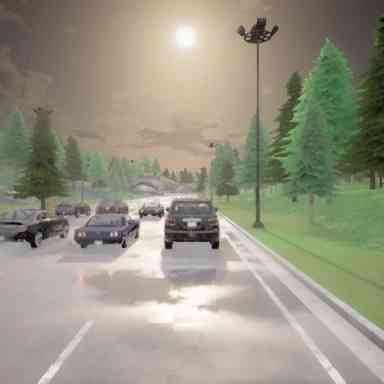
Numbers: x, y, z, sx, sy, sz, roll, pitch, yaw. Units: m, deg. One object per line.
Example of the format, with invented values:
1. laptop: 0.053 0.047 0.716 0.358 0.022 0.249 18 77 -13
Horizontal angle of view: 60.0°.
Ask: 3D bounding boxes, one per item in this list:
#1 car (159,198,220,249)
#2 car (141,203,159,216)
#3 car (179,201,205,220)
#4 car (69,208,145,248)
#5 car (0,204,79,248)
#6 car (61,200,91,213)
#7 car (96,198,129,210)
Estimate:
1. car: 0.000 1.257 14.680 2.150 2.045 5.566 0 0 0
2. car: -3.500 1.615 29.680 1.895 1.301 4.718 0 0 0
3. car: 0.000 1.562 29.650 2.033 1.411 5.357 0 0 0
4. car: -3.500 1.615 14.680 1.895 1.301 4.718 0 0 0
5. car: -7.000 1.494 14.650 2.128 1.511 4.902 0 0 0
6. car: -10.500 1.494 29.650 2.128 1.511 4.902 0 0 0
7. car: -7.000 1.365 29.620 2.097 1.767 4.553 0 0 0
